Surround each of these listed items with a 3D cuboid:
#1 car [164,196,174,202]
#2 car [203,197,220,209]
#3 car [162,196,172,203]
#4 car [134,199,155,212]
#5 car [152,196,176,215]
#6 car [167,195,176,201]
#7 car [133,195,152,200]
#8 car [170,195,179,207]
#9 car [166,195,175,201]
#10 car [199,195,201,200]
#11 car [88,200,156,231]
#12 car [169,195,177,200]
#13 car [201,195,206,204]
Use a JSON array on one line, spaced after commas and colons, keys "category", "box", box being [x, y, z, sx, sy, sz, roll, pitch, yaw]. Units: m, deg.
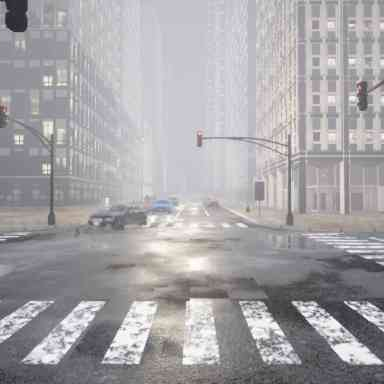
[{"category": "car", "box": [-5.471, 1.582, 78.441, 2.008, 1.369, 4.403, 1, 0, 0]}, {"category": "car", "box": [2.821, 1.599, 45.030, 1.802, 1.307, 4.206, 1, 0, 0]}, {"category": "car", "box": [-5.486, 1.573, 72.866, 1.887, 1.381, 4.507, 1, 0, 0]}, {"category": "car", "box": [-5.574, 1.597, 39.415, 1.802, 1.307, 4.206, 1, 0, 0]}, {"category": "car", "box": [-3.008, 1.491, 34.813, 1.882, 1.535, 5.008, 0, 0, 0]}, {"category": "car", "box": [-5.442, 1.587, 89.592, 2.008, 1.369, 4.403, 1, 0, 0]}, {"category": "car", "box": [-5.585, 1.453, 33.840, 1.967, 1.590, 4.097, 1, 0, 0]}, {"category": "car", "box": [-2.953, 1.526, 51.186, 1.837, 1.490, 4.892, 0, -1, 0]}, {"category": "car", "box": [-5.457, 1.578, 84.016, 1.887, 1.381, 4.507, 1, 0, 0]}, {"category": "car", "box": [2.865, 1.590, 61.763, 1.947, 1.339, 4.313, 1, 0, 0]}, {"category": "car", "box": [-4.426, 1.500, 20.642, 2.128, 1.511, 4.902, 0, 0, 20]}, {"category": "car", "box": [-5.428, 1.605, 95.167, 1.947, 1.339, 4.313, 1, 0, 0]}, {"category": "car", "box": [2.852, 1.547, 56.356, 1.752, 1.417, 4.829, 1, 0, 0]}]
